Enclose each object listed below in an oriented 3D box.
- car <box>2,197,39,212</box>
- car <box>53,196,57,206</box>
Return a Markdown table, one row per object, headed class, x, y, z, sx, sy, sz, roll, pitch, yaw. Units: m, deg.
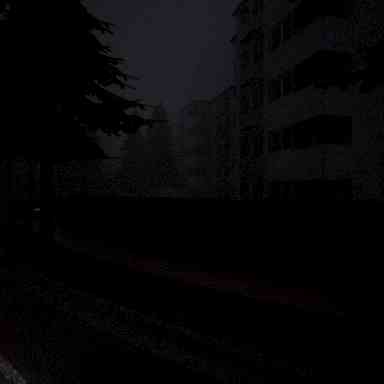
| class | x | y | z | sx | sy | sz | roll | pitch | yaw |
| --- | --- | --- | --- | --- | --- | --- | --- | --- | --- |
| car | -20.175 | 1.564 | 38.800 | 1.994 | 1.385 | 4.181 | 0 | 0 | 2 |
| car | -19.145 | 1.352 | 49.160 | 2.097 | 1.767 | 4.553 | 0 | 0 | 16 |
